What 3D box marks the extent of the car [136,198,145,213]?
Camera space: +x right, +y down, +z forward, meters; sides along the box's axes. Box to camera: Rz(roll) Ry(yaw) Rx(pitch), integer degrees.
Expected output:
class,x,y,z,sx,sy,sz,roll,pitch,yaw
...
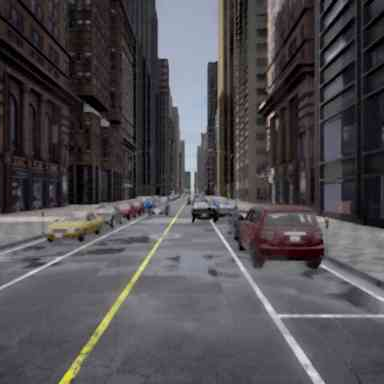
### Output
class,x,y,z,sx,sy,sz,roll,pitch,yaw
car,-5.751,1.620,33.774,1.887,1.381,4.507,0,0,0

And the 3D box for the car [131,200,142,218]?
class,x,y,z,sx,sy,sz,roll,pitch,yaw
car,-5.753,1.606,28.156,1.887,1.381,4.507,0,0,0

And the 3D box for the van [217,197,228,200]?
class,x,y,z,sx,sy,sz,roll,pitch,yaw
van,2.774,1.416,33.783,1.690,1.788,3.998,0,0,0

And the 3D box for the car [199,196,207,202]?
class,x,y,z,sx,sy,sz,roll,pitch,yaw
car,2.790,1.755,84.352,1.887,1.381,4.507,0,0,0

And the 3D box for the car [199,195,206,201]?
class,x,y,z,sx,sy,sz,roll,pitch,yaw
car,2.792,1.668,89.971,1.967,1.590,4.097,0,0,0

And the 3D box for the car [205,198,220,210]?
class,x,y,z,sx,sy,sz,roll,pitch,yaw
car,2.778,1.628,45.191,1.752,1.417,4.829,0,0,0

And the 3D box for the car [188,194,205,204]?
class,x,y,z,sx,sy,sz,roll,pitch,yaw
car,0.912,1.433,36.502,2.097,1.767,4.553,0,0,0

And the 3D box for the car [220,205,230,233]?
class,x,y,z,sx,sy,sz,roll,pitch,yaw
car,2.768,1.586,16.927,2.008,1.369,4.403,0,0,0

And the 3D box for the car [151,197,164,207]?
class,x,y,z,sx,sy,sz,roll,pitch,yaw
car,-5.744,1.656,56.078,1.752,1.417,4.829,0,0,0

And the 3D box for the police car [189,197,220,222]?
class,x,y,z,sx,sy,sz,roll,pitch,yaw
police car,0.909,1.483,26.642,1.930,1.638,5.238,0,0,0

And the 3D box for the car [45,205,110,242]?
class,x,y,z,sx,sy,sz,roll,pitch,yaw
car,-5.757,1.560,16.749,1.752,1.417,4.829,0,0,0

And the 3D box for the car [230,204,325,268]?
class,x,y,z,sx,sy,sz,roll,pitch,yaw
car,2.767,1.338,11.309,2.192,1.841,5.009,0,0,0

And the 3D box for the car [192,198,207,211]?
class,x,y,z,sx,sy,sz,roll,pitch,yaw
car,0.914,1.602,42.532,1.837,1.490,4.892,0,0,0

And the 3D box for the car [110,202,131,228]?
class,x,y,z,sx,sy,sz,roll,pitch,yaw
car,-5.755,1.599,22.543,2.008,1.369,4.403,0,0,0

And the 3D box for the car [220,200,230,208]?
class,x,y,z,sx,sy,sz,roll,pitch,yaw
car,2.772,1.612,28.164,2.008,1.369,4.403,0,0,0

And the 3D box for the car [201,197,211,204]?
class,x,y,z,sx,sy,sz,roll,pitch,yaw
car,2.785,1.686,67.665,1.752,1.417,4.829,0,0,0

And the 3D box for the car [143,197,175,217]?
class,x,y,z,sx,sy,sz,roll,pitch,yaw
car,-3.087,1.562,31.966,2.128,1.511,4.902,0,0,0

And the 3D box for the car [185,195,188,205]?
class,x,y,z,sx,sy,sz,roll,pitch,yaw
car,0.020,1.668,60.897,1.812,1.442,4.674,0,0,0

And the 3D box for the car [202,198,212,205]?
class,x,y,z,sx,sy,sz,roll,pitch,yaw
car,2.783,1.726,61.876,1.802,1.307,4.206,0,0,0

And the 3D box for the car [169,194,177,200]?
class,x,y,z,sx,sy,sz,roll,pitch,yaw
car,-5.733,1.810,89.958,1.802,1.307,4.206,0,0,0

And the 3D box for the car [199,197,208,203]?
class,x,y,z,sx,sy,sz,roll,pitch,yaw
car,2.788,1.759,78.733,1.947,1.339,4.313,0,0,0

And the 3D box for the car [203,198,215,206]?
class,x,y,z,sx,sy,sz,roll,pitch,yaw
car,2.781,1.712,56.258,1.802,1.307,4.206,0,0,0

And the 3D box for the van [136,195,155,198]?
class,x,y,z,sx,sy,sz,roll,pitch,yaw
van,-5.749,1.430,39.393,1.690,1.788,3.998,0,0,0
